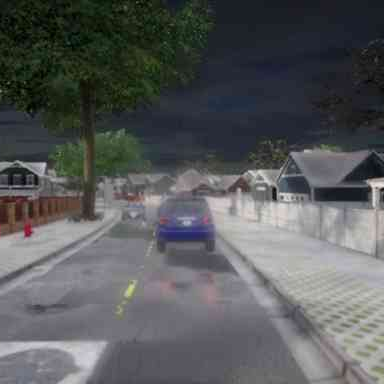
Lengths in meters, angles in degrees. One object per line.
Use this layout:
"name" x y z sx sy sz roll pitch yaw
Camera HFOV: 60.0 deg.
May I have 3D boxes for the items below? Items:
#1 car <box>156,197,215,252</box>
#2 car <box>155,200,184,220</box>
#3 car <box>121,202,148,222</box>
"car" -0.337 1.237 14.184 2.150 2.045 5.566 0 -1 -4
"car" -2.128 1.555 29.638 2.128 1.511 4.902 0 0 -9
"car" -4.716 1.558 27.415 2.128 1.511 4.902 0 0 -9
